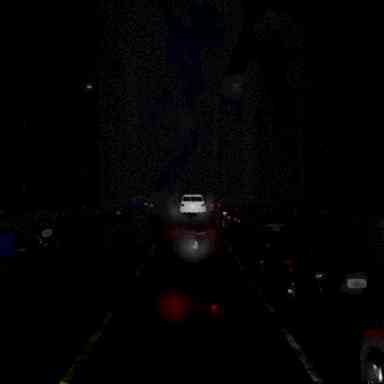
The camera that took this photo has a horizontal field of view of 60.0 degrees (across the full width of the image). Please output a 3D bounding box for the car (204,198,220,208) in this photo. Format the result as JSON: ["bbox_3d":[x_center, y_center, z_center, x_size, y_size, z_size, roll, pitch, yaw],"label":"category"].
[{"bbox_3d":[2.757,1.555,47.090,1.947,1.339,4.313,0,0,0],"label":"car"}]

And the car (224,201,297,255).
[{"bbox_3d":[2.759,1.311,13.273,2.192,1.841,5.009,0,0,0],"label":"car"}]

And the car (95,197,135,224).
[{"bbox_3d":[-5.767,1.433,24.536,1.967,1.590,4.097,0,0,0],"label":"car"}]

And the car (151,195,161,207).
[{"bbox_3d":[-5.768,1.540,47.082,2.008,1.369,4.403,0,0,0],"label":"car"}]

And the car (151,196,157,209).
[{"bbox_3d":[-5.767,1.514,41.276,1.752,1.417,4.829,0,0,0],"label":"car"}]

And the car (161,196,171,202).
[{"bbox_3d":[-5.769,1.560,75.266,1.947,1.339,4.313,0,0,0],"label":"car"}]

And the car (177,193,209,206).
[{"bbox_3d":[0.085,1.212,29.216,2.150,2.045,5.566,0,0,0],"label":"car"}]

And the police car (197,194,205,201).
[{"bbox_3d":[2.362,1.425,87.907,1.930,1.638,5.238,0,0,0],"label":"police car"}]

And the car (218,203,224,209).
[{"bbox_3d":[2.759,1.539,18.909,1.887,1.381,4.507,0,0,0],"label":"car"}]

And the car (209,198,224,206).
[{"bbox_3d":[2.758,1.430,35.817,1.967,1.590,4.097,0,0,0],"label":"car"}]

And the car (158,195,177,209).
[{"bbox_3d":[-3.093,1.514,44.682,1.812,1.442,4.674,0,0,0],"label":"car"}]

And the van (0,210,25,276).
[{"bbox_3d":[-5.766,1.339,7.626,1.690,1.788,3.998,0,0,0],"label":"van"}]

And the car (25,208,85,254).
[{"bbox_3d":[-5.766,1.436,13.263,1.967,1.590,4.097,0,0,0],"label":"car"}]

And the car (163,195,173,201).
[{"bbox_3d":[-5.770,1.547,80.902,2.008,1.369,4.403,0,0,0],"label":"car"}]

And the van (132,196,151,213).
[{"bbox_3d":[-5.768,1.331,35.809,1.690,1.788,3.998,0,0,0],"label":"van"}]

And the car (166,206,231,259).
[{"bbox_3d":[0.077,1.489,12.619,2.128,1.511,4.902,0,0,0],"label":"car"}]

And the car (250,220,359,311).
[{"bbox_3d":[2.760,1.564,7.636,1.947,1.339,4.313,0,0,0],"label":"car"}]

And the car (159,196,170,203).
[{"bbox_3d":[-5.769,1.559,69.629,1.947,1.339,4.313,0,0,0],"label":"car"}]

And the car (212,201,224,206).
[{"bbox_3d":[2.759,1.559,24.545,1.947,1.339,4.313,0,0,0],"label":"car"}]

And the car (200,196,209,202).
[{"bbox_3d":[2.756,1.576,75.272,1.802,1.307,4.206,0,0,0],"label":"car"}]

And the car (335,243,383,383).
[{"bbox_3d":[2.760,1.440,1.999,1.967,1.590,4.097,0,0,0],"label":"car"}]

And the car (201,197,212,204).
[{"bbox_3d":[2.757,1.574,63.999,1.802,1.307,4.206,0,0,0],"label":"car"}]

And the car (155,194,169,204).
[{"bbox_3d":[-5.770,1.307,63.993,2.192,1.841,5.009,0,0,0],"label":"car"}]
